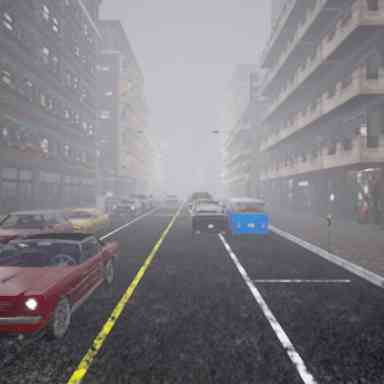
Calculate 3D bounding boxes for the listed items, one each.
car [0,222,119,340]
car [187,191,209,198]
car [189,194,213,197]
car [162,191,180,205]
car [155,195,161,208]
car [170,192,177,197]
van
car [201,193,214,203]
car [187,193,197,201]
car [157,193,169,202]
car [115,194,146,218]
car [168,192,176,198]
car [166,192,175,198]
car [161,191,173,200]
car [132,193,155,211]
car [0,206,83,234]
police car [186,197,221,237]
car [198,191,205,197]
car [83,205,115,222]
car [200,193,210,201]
[{"bbox_3d":[-2.847,1.545,6.544,1.895,1.301,4.718,0,0,0],"label":"car"},{"bbox_3d":[0.839,0.944,33.186,2.150,2.045,5.566,0,0,0],"label":"car"},{"bbox_3d":[0.836,1.224,27.348,1.801,1.575,5.366,0,0,0],"label":"car"},{"bbox_3d":[-2.813,1.072,47.803,1.882,1.535,5.008,0,0,0],"label":"car"},{"bbox_3d":[-5.287,0.988,38.534,2.192,1.841,5.009,1,0,0],"label":"car"},{"bbox_3d":[-5.266,0.776,94.024,1.802,1.307,4.206,1,0,0],"label":"car"},{"bbox_3d":[2.583,1.203,16.355,1.690,1.788,3.998,1,0,0],"label":"van"},{"bbox_3d":[2.599,0.971,55.198,1.967,1.590,4.097,1,0,0],"label":"car"},{"bbox_3d":[0.029,0.904,67.263,1.882,1.535,5.008,0,1,0],"label":"car"},{"bbox_3d":[-5.280,1.010,60.561,1.752,1.417,4.829,1,0,0],"label":"car"},{"bbox_3d":[-5.294,1.208,27.437,1.967,1.590,4.097,1,0,0],"label":"car"},{"bbox_3d":[-5.268,0.809,88.475,1.947,1.339,4.313,1,0,0],"label":"car"},{"bbox_3d":[-5.271,0.842,82.926,2.008,1.369,4.403,1,0,0],"label":"car"},{"bbox_3d":[-5.273,0.702,71.826,2.192,1.841,5.009,1,0,0],"label":"car"},{"bbox_3d":[-5.290,1.036,32.985,2.192,1.841,5.009,1,0,0],"label":"car"},{"bbox_3d":[-5.301,1.349,10.791,1.967,1.590,4.097,1,0,0],"label":"car"},{"bbox_3d":[0.832,1.279,17.267,1.930,1.638,5.238,0,0,0],"label":"police car"},{"bbox_3d":[2.616,0.634,94.041,1.967,1.590,4.097,1,0,0],"label":"car"},{"bbox_3d":[-5.300,1.389,16.170,1.752,1.417,4.829,1,0,0],"label":"car"},{"bbox_3d":[2.603,0.959,66.467,1.752,1.417,4.829,1,0,0],"label":"car"}]
